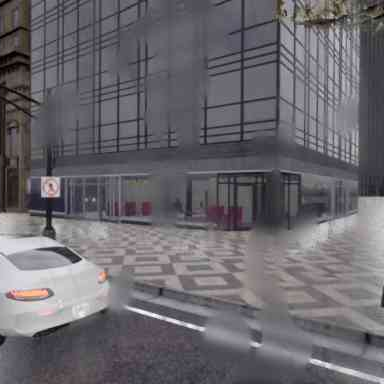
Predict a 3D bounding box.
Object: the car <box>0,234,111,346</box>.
[{"bbox_3d":[-3.488,1.523,6.168,4.674,1.442,1.812,0,0,35],"label":"car"}]
